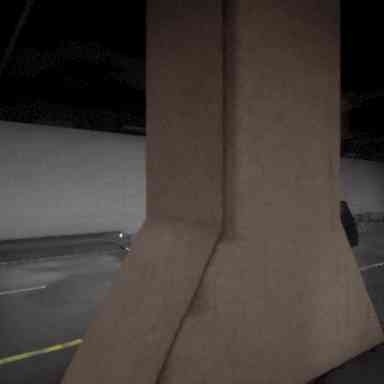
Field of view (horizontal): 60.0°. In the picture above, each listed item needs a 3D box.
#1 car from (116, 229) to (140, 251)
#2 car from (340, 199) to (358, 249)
[{"bbox_3d":[-0.323,1.602,12.361,4.718,1.301,1.895,0,0,-35],"label":"car"},{"bbox_3d":[2.940,1.222,10.388,5.566,2.045,2.150,0,0,-35],"label":"car"}]
